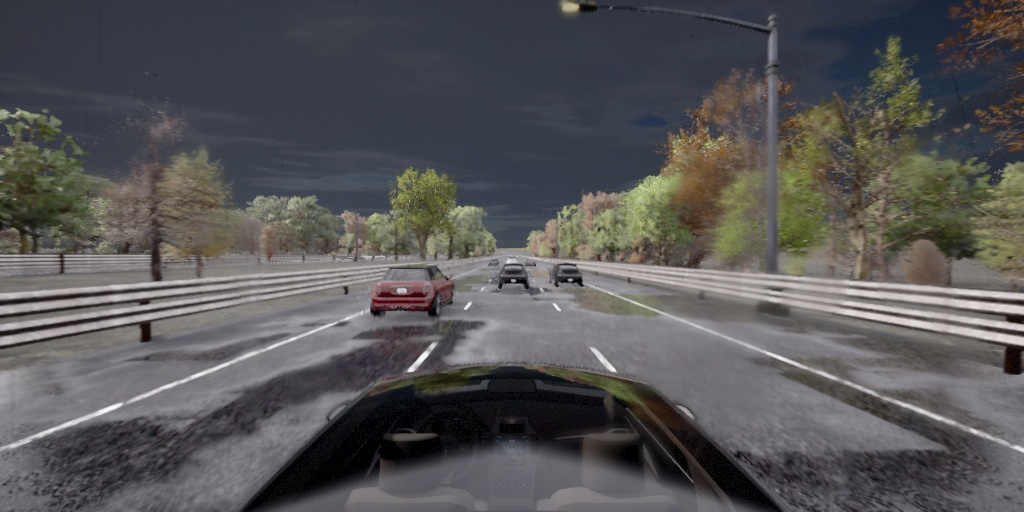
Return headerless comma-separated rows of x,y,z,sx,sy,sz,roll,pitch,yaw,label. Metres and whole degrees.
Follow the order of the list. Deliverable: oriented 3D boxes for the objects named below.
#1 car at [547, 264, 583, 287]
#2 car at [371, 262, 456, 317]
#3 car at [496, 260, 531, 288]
3.592,1.248,24.452,1.837,1.490,4.892,0,0,0,car
-3.404,1.099,13.204,2.097,1.767,4.553,0,0,0,car
0.093,1.248,23.937,1.837,1.490,4.892,0,0,0,car
